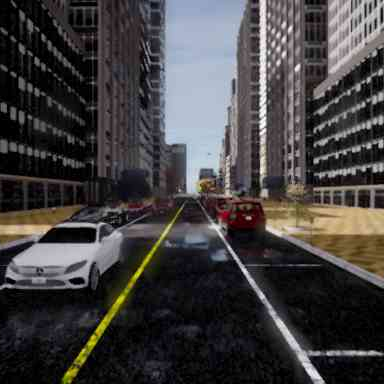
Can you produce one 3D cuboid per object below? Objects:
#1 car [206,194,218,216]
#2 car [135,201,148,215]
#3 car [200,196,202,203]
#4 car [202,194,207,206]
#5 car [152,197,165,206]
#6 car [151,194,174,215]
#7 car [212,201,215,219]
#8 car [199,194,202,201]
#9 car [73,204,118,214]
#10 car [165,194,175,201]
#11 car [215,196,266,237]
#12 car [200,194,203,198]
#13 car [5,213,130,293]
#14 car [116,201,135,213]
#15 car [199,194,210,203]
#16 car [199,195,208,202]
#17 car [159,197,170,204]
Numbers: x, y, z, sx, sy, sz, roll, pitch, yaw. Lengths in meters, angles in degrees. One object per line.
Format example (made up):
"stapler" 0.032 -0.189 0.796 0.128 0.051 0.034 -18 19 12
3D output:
"car" 2.714 1.340 29.334 2.192 1.841 5.009 0 0 0
"car" -5.664 1.612 34.877 1.802 1.307 4.206 0 0 0
"car" 2.727 1.592 51.491 2.008 1.369 4.403 0 0 0
"car" 2.721 1.348 40.412 2.192 1.841 5.009 0 0 0
"car" -5.650 1.628 57.035 1.802 1.307 4.206 0 0 0
"car" -2.978 1.385 34.722 2.097 1.767 4.553 0 0 0
"car" 2.710 1.565 23.794 1.887 1.381 4.507 0 0 0
"car" 2.737 1.619 68.108 1.947 1.339 4.313 0 0 0
"car" -5.674 1.583 18.259 1.947 1.339 4.313 0 0 0
"car" -5.633 1.380 84.731 2.192 1.841 5.009 0 0 0
"car" 2.707 1.331 18.255 2.192 1.841 5.009 0 0 0
"car" 2.730 1.571 57.200 1.752 1.417 4.829 0 0 0
"car" -3.080 1.534 9.048 1.812 1.442 4.674 0 0 0
"car" -5.671 1.572 23.798 2.008 1.369 4.403 0 0 0
"car" 2.741 1.372 73.648 2.192 1.841 5.009 0 0 0
"car" 2.743 1.500 79.187 1.967 1.590 4.097 0 0 0
"car" -5.644 1.636 68.113 1.802 1.307 4.206 0 0 0
